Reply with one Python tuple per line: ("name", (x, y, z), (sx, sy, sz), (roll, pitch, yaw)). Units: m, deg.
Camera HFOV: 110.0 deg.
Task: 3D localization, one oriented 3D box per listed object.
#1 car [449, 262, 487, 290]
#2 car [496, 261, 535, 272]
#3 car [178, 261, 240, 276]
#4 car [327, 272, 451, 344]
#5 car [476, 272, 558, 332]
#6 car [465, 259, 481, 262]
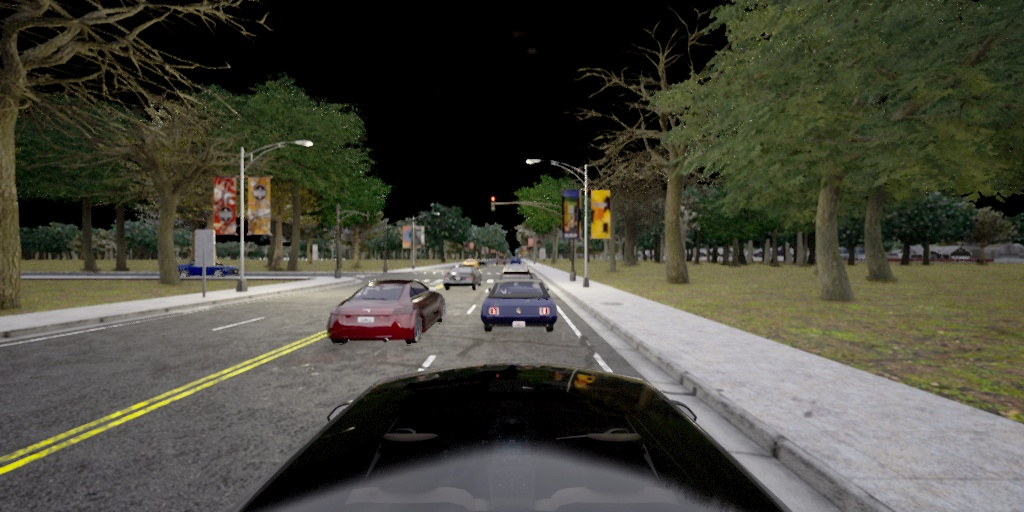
("car", (-2.933, 1.278, 22.080), (2.033, 1.411, 5.357), (0, 0, 1))
("car", (0.284, 1.223, 20.831), (2.128, 1.511, 4.902), (0, 0, 2))
("car", (-28.014, 1.170, 33.179), (5.008, 1.535, 1.882), (0, 0, 1))
("car", (-3.063, 1.306, 9.540), (1.994, 1.385, 4.181), (0, 0, 0))
("car", (0.196, 1.341, 10.797), (1.895, 1.301, 4.718), (0, 0, 1))
("car", (-6.047, 1.190, 52.372), (1.882, 1.535, 5.008), (0, 0, 1))
